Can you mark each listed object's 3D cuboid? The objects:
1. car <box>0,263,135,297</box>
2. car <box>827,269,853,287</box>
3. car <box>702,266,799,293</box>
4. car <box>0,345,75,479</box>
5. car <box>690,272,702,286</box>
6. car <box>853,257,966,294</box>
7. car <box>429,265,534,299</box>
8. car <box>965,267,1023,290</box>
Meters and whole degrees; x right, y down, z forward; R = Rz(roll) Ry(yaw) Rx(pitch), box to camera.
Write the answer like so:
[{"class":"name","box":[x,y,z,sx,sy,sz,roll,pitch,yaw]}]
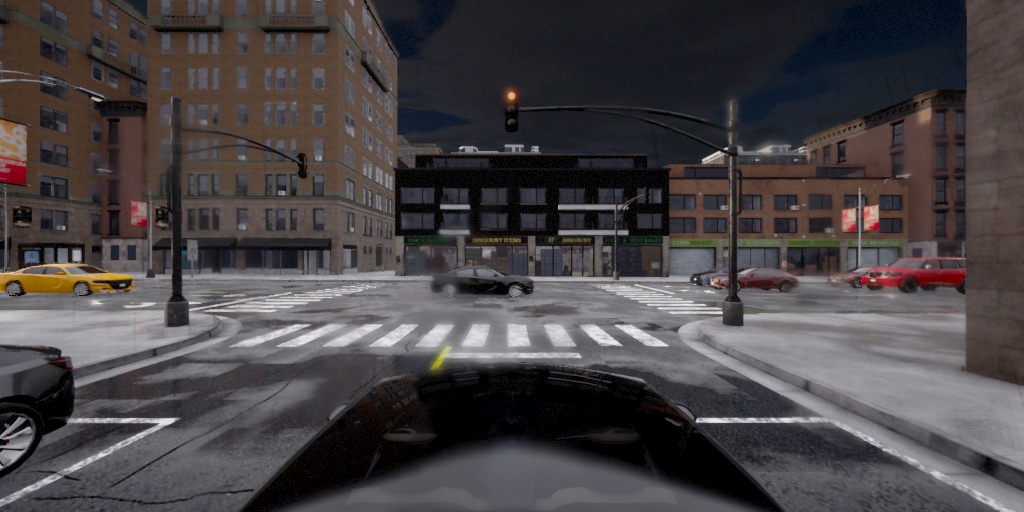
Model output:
[{"class":"car","box":[-21.392,1.132,17.376,5.008,1.535,1.882,0,0,0]},{"class":"car","box":[24.167,1.407,24.298,4.674,1.442,1.812,0,0,0]},{"class":"car","box":[14.105,1.354,21.008,4.674,1.442,1.812,0,0,1]},{"class":"car","box":[-5.387,1.316,1.910,1.948,1.339,4.313,0,0,0]},{"class":"car","box":[14.405,1.394,24.260,4.181,1.385,1.994,0,0,0]},{"class":"car","box":[23.999,1.102,21.043,5.566,2.045,2.150,0,0,0]},{"class":"car","box":[-1.448,1.227,17.479,5.008,1.535,1.882,0,0,0]},{"class":"car","box":[34.121,1.498,24.352,4.181,1.385,1.994,0,0,0]}]
